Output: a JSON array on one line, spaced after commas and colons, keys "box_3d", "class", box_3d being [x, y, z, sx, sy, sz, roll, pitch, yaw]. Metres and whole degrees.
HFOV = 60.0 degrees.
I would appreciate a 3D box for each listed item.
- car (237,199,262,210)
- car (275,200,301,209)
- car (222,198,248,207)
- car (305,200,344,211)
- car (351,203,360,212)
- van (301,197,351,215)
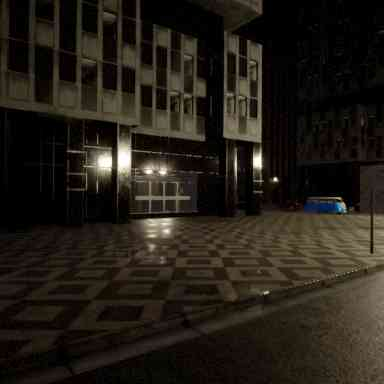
[{"box_3d": [7.114, 1.708, 43.324, 1.887, 1.381, 4.507, 0, 0, -36], "class": "car"}, {"box_3d": [14.042, 1.820, 48.291, 1.802, 1.307, 4.206, 0, 0, -36], "class": "car"}, {"box_3d": [7.370, 1.841, 57.617, 1.752, 1.417, 4.829, 0, 0, -36], "class": "car"}, {"box_3d": [17.329, 1.750, 43.697, 2.008, 1.369, 4.403, 0, 0, -36], "class": "car"}, {"box_3d": [20.615, 1.726, 39.102, 1.947, 1.339, 4.313, 0, 0, -36], "class": "car"}, {"box_3d": [13.687, 1.426, 34.137, 1.690, 1.788, 3.998, 0, 0, -36], "class": "van"}]
